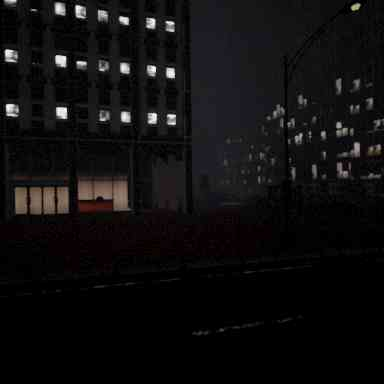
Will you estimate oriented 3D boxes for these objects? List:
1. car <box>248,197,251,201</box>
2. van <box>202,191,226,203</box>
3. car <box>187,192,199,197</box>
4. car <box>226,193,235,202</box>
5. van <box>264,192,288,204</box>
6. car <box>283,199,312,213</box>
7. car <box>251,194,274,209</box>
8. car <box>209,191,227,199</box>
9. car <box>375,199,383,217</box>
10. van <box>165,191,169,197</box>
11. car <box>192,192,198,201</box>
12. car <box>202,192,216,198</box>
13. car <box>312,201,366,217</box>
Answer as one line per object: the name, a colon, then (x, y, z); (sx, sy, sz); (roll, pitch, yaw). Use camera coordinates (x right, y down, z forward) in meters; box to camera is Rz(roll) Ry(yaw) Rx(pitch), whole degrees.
car: (11.585, 1.058, 58.899); (1.802, 1.307, 4.206); (0, 1, -20)
van: (3.689, 0.951, 56.089); (1.690, 1.788, 3.998); (0, 1, -20)
car: (0.157, 0.708, 91.028); (2.008, 1.369, 4.403); (0, 1, -20)
car: (5.219, 1.059, 59.794); (1.882, 1.535, 5.008); (-1, 1, -20)
van: (13.488, 0.869, 53.541); (1.690, 1.788, 3.998); (0, 1, -20)
car: (11.201, 1.398, 34.637); (1.802, 1.307, 4.206); (0, 1, -20)
car: (9.352, 1.330, 40.011); (1.947, 1.339, 4.313); (0, 1, -20)
car: (5.870, 0.632, 74.961); (2.192, 1.841, 5.009); (0, 1, -20)
car: (16.994, 1.214, 26.348); (2.097, 1.767, 4.553); (-1, 1, -19)
van: (-5.835, 0.685, 82.865); (1.690, 1.788, 3.998); (0, 1, -20)
car: (-0.120, 1.055, 66.802); (2.008, 1.369, 4.403); (0, 1, -20)
car: (3.965, 0.704, 80.317); (1.967, 1.590, 4.097); (0, 1, -20)
car: (13.089, 1.433, 29.274); (1.947, 1.339, 4.313); (0, 1, -20)
